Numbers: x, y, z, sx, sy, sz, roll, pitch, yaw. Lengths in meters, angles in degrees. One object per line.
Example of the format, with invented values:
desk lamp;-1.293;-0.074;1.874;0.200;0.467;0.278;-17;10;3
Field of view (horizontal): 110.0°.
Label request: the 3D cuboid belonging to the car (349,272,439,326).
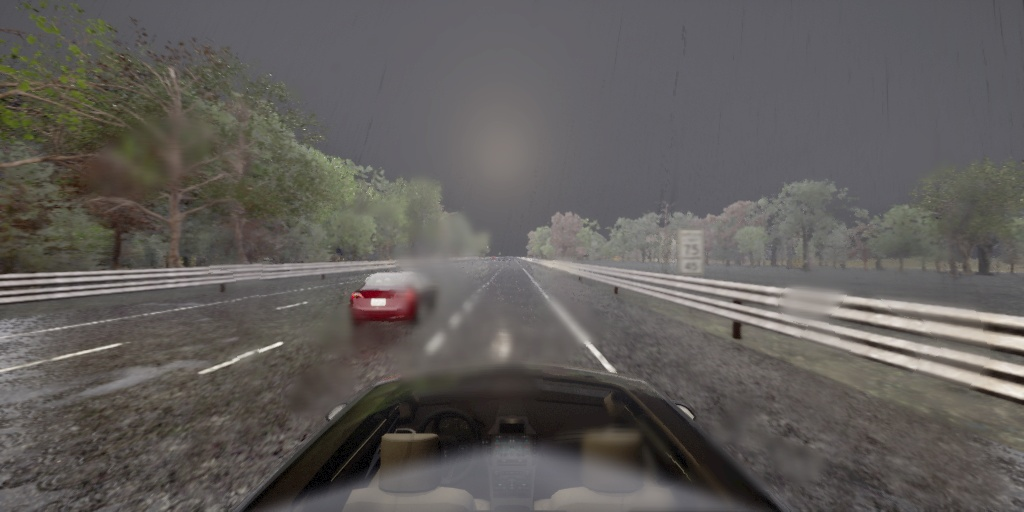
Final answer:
car;-3.612;1.249;11.655;2.163;1.488;4.792;0;0;-3
